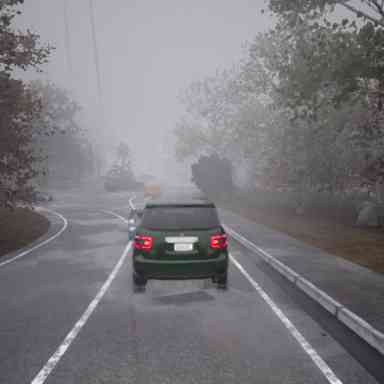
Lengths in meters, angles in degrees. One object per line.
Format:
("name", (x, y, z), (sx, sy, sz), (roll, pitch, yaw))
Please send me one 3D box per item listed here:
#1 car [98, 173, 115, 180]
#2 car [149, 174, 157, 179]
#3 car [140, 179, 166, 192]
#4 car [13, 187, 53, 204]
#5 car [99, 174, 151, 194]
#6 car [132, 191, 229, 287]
("car", (-18.820, -3.387, 74.708), (4.553, 1.767, 2.097), (0, 5, 1))
("car", (-10.318, -3.375, 75.415), (5.008, 1.535, 1.882), (2, 5, 28))
("car", (-4.354, -0.366, 39.202), (1.882, 1.535, 5.008), (0, 5, 4))
("car", (-15.335, 0.256, 31.801), (4.902, 1.511, 2.128), (3, 5, 32))
("car", (-8.607, -0.946, 43.071), (5.566, 2.045, 2.150), (-4, 7, -41))
("car", (-0.387, 1.135, 9.350), (2.150, 2.045, 5.566), (0, 1, -4))
